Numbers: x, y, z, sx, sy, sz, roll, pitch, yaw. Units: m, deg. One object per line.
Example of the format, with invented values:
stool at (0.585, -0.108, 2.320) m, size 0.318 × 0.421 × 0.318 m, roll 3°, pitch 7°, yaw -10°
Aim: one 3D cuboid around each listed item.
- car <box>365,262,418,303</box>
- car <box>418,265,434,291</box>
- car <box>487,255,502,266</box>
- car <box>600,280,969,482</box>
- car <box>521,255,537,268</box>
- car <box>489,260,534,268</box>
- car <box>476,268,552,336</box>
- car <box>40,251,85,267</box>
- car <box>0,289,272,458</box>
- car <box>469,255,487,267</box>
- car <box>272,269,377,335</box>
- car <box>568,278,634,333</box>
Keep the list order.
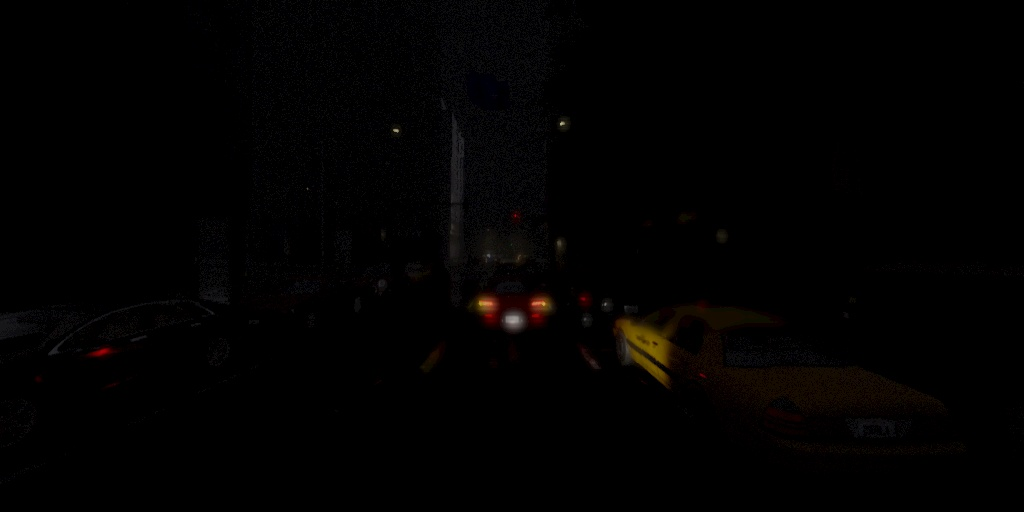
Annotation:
car at (-5.776, 1.108, 15.750) m, size 1.967 × 1.591 × 4.097 m, roll 0°, pitch 0°, yaw 0°
car at (-5.782, 1.162, 21.037) m, size 1.751 × 1.417 × 4.829 m, roll 0°, pitch 0°, yaw 0°
car at (-3.112, 0.954, 62.850) m, size 2.033 × 1.411 × 5.357 m, roll 0°, pitch 0°, yaw 1°
car at (2.760, 1.257, 5.018) m, size 1.751 × 1.417 × 4.829 m, roll 0°, pitch 0°, yaw 0°
car at (2.708, 0.899, 53.186) m, size 1.967 × 1.591 × 4.097 m, roll 0°, pitch 0°, yaw 0°
car at (0.001, 1.154, 19.000) m, size 1.837 × 1.490 × 4.892 m, roll 0°, pitch 0°, yaw 0°
car at (0.061, 1.226, 10.134) m, size 1.812 × 1.442 × 4.674 m, roll 0°, pitch 0°, yaw 0°
car at (-41.811, 0.281, 32.589) m, size 4.902 × 1.511 × 2.128 m, roll 1°, pitch 0°, yaw 0°
car at (-5.764, 1.282, 4.836) m, size 2.007 × 1.370 × 4.403 m, roll 0°, pitch 0°, yaw 0°
car at (-5.823, 0.744, 58.614) m, size 2.192 × 1.841 × 5.009 m, roll 0°, pitch 0°, yaw 0°
car at (-5.771, 1.245, 10.293) m, size 1.888 × 1.381 × 4.507 m, roll 0°, pitch 0°, yaw 0°
car at (2.755, 1.265, 10.304) m, size 1.948 × 1.339 × 4.313 m, roll 0°, pitch 0°, yaw 0°
